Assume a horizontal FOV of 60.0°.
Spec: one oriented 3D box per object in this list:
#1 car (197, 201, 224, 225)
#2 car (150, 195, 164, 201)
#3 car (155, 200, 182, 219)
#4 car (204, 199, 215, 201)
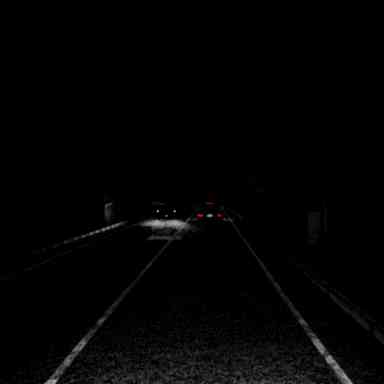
[{"bbox_3d":[1.341,1.613,24.462,2.033,1.411,5.357,0,0,3],"label":"car"},{"bbox_3d":[-7.542,1.368,71.634,1.837,1.490,4.892,3,-1,-25],"label":"car"},{"bbox_3d":[-2.037,1.694,30.163,1.895,1.301,4.718,0,0,3],"label":"car"},{"bbox_3d":[2.259,1.618,42.878,2.128,1.511,4.902,0,0,1],"label":"car"}]
